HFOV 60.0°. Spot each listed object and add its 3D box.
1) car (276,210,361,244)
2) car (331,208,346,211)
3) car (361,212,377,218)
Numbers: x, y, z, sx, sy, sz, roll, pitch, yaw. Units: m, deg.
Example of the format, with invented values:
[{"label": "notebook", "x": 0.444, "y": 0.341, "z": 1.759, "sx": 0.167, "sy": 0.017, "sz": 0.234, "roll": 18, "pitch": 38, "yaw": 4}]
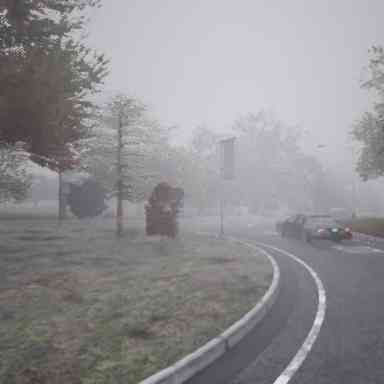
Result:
[{"label": "car", "x": 6.102, "y": 1.795, "z": 17.332, "sx": 2.033, "sy": 1.411, "sz": 5.357, "roll": 0, "pitch": -1, "yaw": -6}, {"label": "car", "x": 22.172, "y": 3.139, "z": 50.678, "sx": 1.837, "sy": 1.490, "sz": 4.892, "roll": -1, "pitch": -6, "yaw": 44}, {"label": "car", "x": 32.745, "y": 4.463, "z": 61.586, "sx": 1.882, "sy": 1.535, "sz": 5.008, "roll": -1, "pitch": -6, "yaw": 44}]
